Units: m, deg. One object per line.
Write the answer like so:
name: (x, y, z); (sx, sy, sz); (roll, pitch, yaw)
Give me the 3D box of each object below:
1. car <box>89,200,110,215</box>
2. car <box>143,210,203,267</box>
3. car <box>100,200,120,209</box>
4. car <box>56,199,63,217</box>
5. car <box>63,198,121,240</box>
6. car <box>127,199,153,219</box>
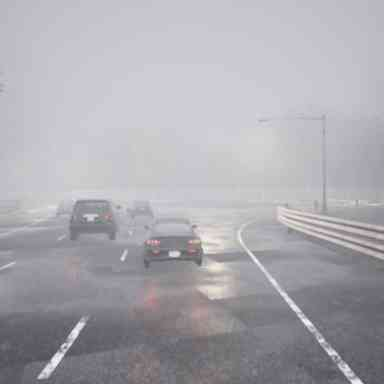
car: (-10.562, 1.732, 37.841); (1.882, 1.535, 5.008); (0, 0, -20)
car: (-0.726, 1.594, 11.659); (1.812, 1.442, 4.674); (0, 0, -6)
car: (-12.745, 1.941, 51.649); (1.895, 1.301, 4.718); (0, 0, -28)
car: (-12.867, 1.791, 34.092); (2.033, 1.411, 5.357); (0, 0, -20)
car: (-5.105, 1.344, 17.913); (2.150, 2.045, 5.566); (0, 0, -10)
car: (-5.096, 1.553, 32.244); (2.097, 1.767, 4.553); (0, 0, -16)
